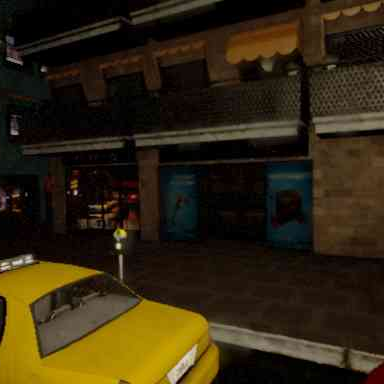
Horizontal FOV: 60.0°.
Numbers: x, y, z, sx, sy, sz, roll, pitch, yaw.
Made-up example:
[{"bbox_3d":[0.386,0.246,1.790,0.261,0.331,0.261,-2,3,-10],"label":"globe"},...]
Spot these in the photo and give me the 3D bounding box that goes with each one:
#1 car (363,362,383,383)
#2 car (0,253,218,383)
[{"bbox_3d":[3.064,1.406,1.144,4.507,1.381,1.887,0,3,27],"label":"car"},{"bbox_3d":[-2.140,1.397,3.769,4.829,1.417,1.752,0,3,27],"label":"car"}]
